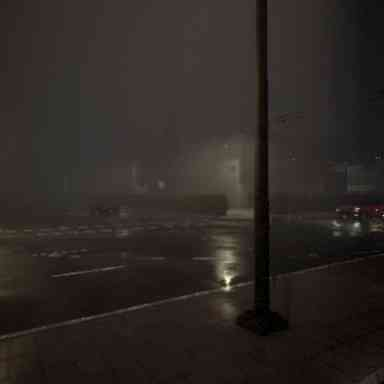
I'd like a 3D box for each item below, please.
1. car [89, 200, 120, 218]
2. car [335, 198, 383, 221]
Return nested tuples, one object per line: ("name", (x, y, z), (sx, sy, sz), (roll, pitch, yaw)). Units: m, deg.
("car", (-8.194, 1.500, 30.844), (1.882, 1.535, 5.008), (-1, 0, -30))
("car", (13.825, 1.362, 27.199), (4.553, 1.767, 2.097), (0, 0, -33))
